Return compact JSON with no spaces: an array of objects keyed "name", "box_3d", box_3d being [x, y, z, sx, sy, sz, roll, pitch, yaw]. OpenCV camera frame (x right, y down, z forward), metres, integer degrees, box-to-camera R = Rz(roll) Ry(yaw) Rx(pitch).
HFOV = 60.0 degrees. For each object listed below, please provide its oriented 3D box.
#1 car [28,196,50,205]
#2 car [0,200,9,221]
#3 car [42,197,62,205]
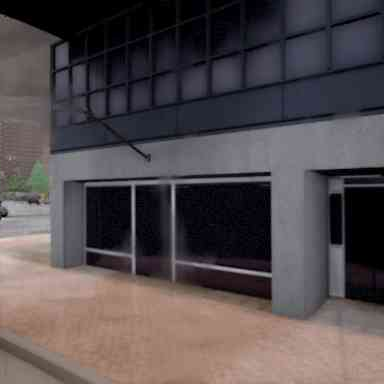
[{"name":"car","box_3d":[-29.808,1.563,64.414,4.605,1.855,1.932,0,0,35]},{"name":"car","box_3d":[-17.459,1.690,26.886,2.128,1.511,4.902,0,0,36]},{"name":"car","box_3d":[-28.083,1.773,66.743,3.905,1.438,1.784,0,0,35]}]
